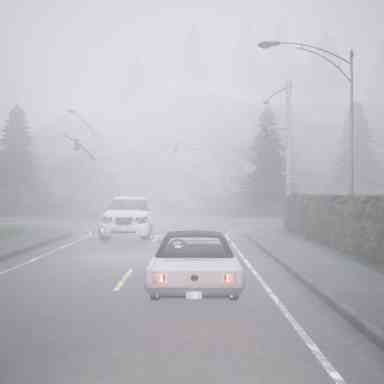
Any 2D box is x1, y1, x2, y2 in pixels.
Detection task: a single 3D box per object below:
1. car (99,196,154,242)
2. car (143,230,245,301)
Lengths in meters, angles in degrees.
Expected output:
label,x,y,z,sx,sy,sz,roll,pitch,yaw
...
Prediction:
label,x,y,z,sx,sy,sz,roll,pitch,yaw
car,-3.132,1.221,16.948,2.150,2.045,5.566,1,0,-4
car,0.062,1.601,8.309,1.895,1.301,4.718,0,0,0
